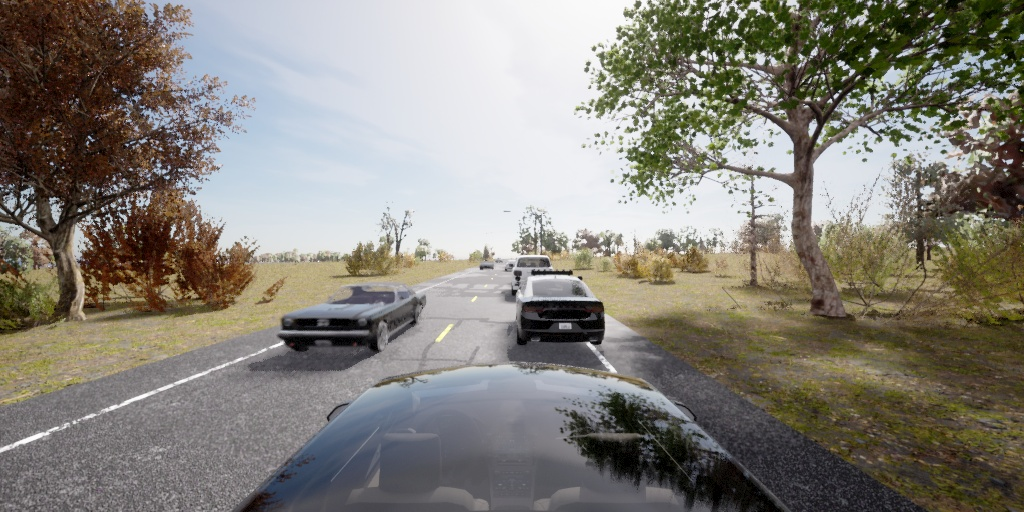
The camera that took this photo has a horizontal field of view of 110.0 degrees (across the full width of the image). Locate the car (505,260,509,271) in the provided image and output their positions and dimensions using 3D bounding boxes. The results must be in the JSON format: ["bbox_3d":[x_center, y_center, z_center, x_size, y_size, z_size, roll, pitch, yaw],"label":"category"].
[{"bbox_3d":[0.040,1.283,48.268,1.812,1.442,4.674,0,0,1],"label":"car"}]

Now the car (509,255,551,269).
[{"bbox_3d":[1.051,0.978,19.569,2.150,2.045,5.566,0,0,0],"label":"car"}]

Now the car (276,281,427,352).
[{"bbox_3d":[-3.599,1.353,9.042,1.895,1.301,4.718,0,0,0],"label":"car"}]

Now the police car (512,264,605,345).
[{"bbox_3d":[1.051,1.177,9.648,1.930,1.638,5.238,0,0,0],"label":"police car"}]

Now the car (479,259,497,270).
[{"bbox_3d":[-3.594,1.322,51.656,1.994,1.385,4.181,0,0,0],"label":"car"}]
